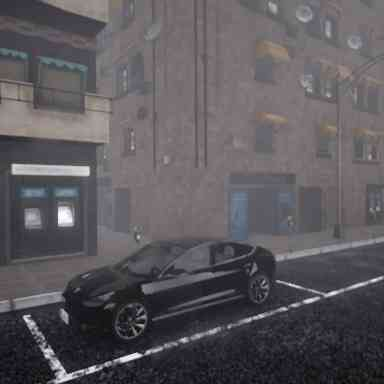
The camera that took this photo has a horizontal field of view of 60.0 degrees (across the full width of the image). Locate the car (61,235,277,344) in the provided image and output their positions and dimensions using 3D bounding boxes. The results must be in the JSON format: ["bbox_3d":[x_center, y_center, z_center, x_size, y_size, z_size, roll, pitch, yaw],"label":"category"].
[{"bbox_3d":[-0.202,1.561,6.431,4.313,1.339,1.947,0,0,-36],"label":"car"}]
